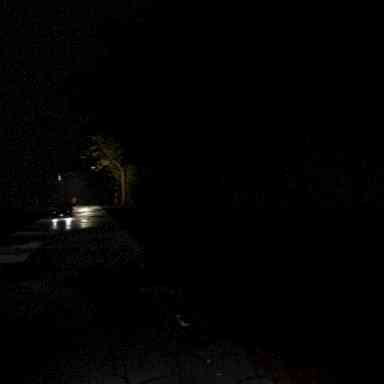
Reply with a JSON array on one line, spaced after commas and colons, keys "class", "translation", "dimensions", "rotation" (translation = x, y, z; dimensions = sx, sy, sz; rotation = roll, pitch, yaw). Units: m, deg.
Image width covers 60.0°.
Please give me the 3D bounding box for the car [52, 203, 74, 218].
[{"class": "car", "translation": [-13.128, 1.845, 34.038], "dimensions": [2.033, 1.411, 5.357], "rotation": [-2, 0, -17]}]
